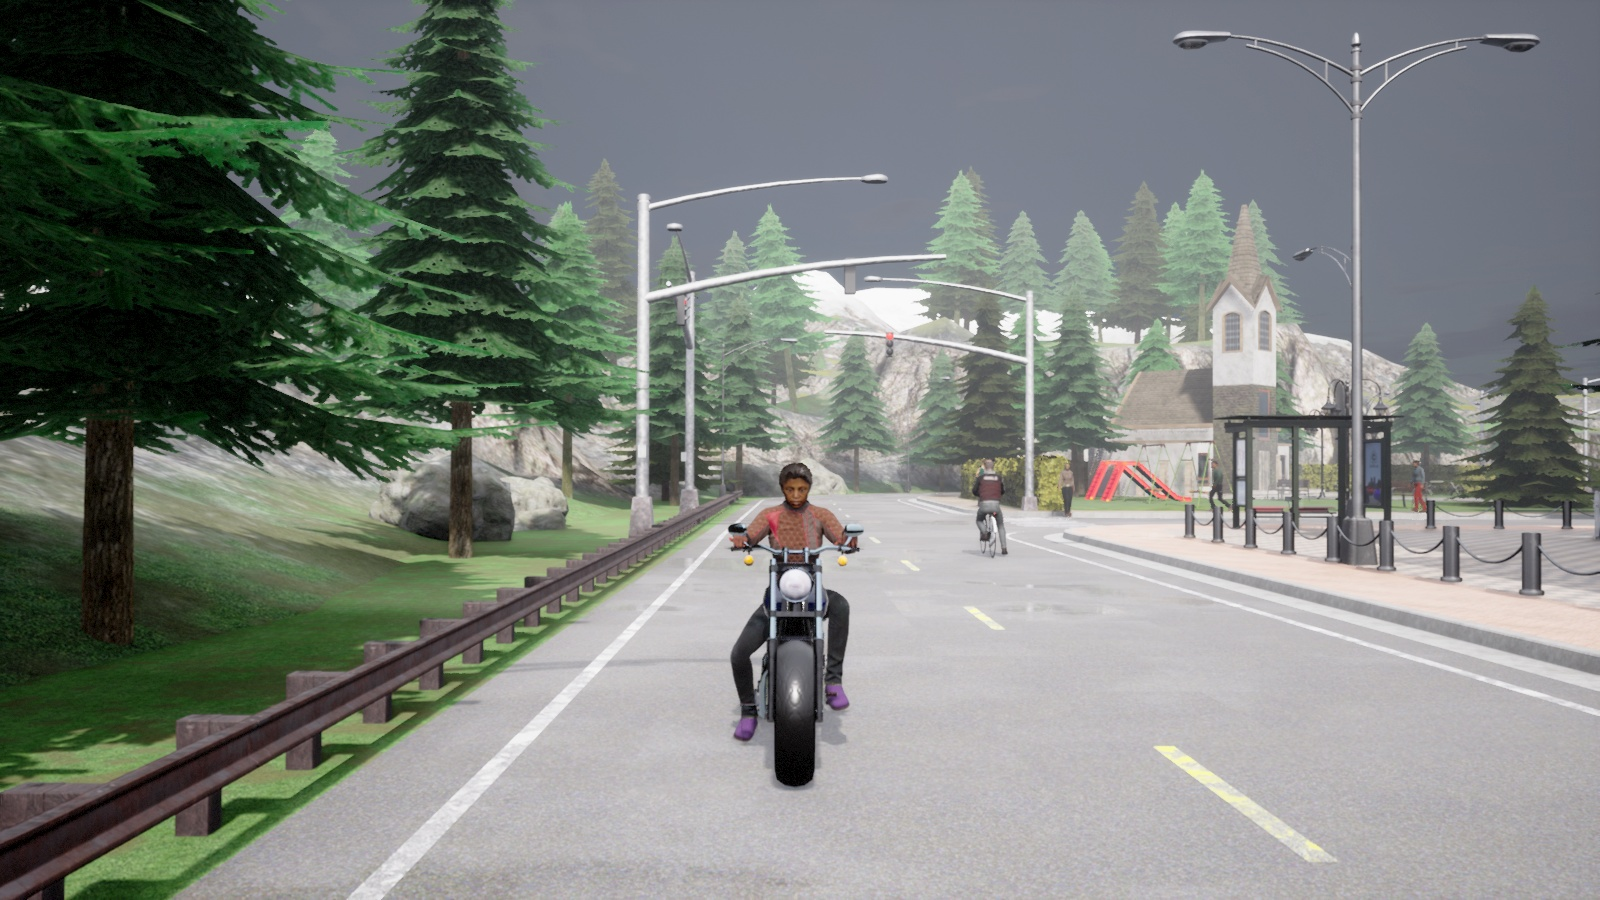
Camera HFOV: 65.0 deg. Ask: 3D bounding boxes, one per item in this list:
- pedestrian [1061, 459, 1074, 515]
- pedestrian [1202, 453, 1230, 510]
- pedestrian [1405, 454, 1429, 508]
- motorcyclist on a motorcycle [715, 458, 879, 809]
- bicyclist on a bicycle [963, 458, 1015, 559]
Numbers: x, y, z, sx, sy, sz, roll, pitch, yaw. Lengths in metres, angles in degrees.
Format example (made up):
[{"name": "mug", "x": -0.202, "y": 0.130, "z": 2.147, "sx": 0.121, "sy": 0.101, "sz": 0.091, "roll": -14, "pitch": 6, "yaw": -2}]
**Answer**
[{"name": "pedestrian", "x": 8.881, "y": 1.226, "z": 41.653, "sx": 0.331, "sy": 1.846, "sz": 0.634, "roll": 0, "pitch": -1, "yaw": 4}, {"name": "pedestrian", "x": 14.295, "y": 1.089, "z": 43.145, "sx": 0.788, "sy": 1.949, "sz": 0.423, "roll": 0, "pitch": -1, "yaw": -4}, {"name": "pedestrian", "x": 21.034, "y": 1.057, "z": 42.792, "sx": 0.614, "sy": 1.847, "sz": 0.353, "roll": 0, "pitch": -1, "yaw": -1}, {"name": "motorcyclist on a motorcycle", "x": -0.019, "y": 0.877, "z": 7.098, "sx": 0.766, "sy": 1.649, "sz": 2.350, "roll": 0, "pitch": -1, "yaw": 0}, {"name": "bicyclist on a bicycle", "x": 3.439, "y": 1.036, "z": 22.979, "sx": 0.659, "sy": 1.776, "sz": 1.843, "roll": 0, "pitch": -1, "yaw": 0}]
